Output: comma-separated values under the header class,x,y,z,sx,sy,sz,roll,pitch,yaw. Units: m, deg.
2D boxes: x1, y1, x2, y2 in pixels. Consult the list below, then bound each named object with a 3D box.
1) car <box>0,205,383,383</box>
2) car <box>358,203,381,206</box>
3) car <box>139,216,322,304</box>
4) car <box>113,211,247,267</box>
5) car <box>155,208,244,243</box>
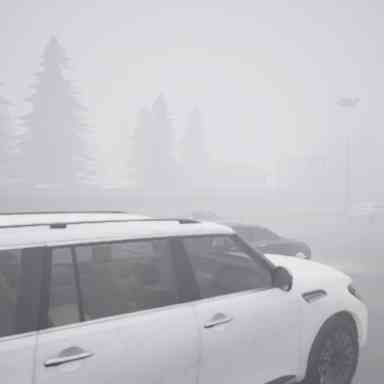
class,x,y,z,sx,sy,sz,roll,pitch,yaw
car,-0.479,1.226,3.405,5.566,2.045,2.150,0,0,-35
car,14.490,1.613,26.974,4.674,1.442,1.812,0,0,-36
car,1.211,1.524,8.906,4.892,1.490,1.837,0,0,-35
car,-0.312,1.547,12.137,4.674,1.442,1.812,0,0,-36
car,0.423,1.596,16.943,4.181,1.385,1.994,0,0,-35
